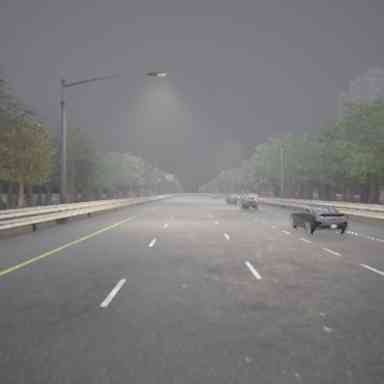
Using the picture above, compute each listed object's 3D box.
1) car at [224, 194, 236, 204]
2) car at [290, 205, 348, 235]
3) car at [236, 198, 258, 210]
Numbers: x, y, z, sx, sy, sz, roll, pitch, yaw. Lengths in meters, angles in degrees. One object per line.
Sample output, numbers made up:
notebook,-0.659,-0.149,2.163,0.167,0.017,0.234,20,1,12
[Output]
car,7.157,1.498,60.822,2.128,1.511,4.902,0,0,0
car,7.015,1.494,18.870,2.128,1.511,4.902,0,0,0
car,7.083,1.555,42.176,1.837,1.490,4.892,0,0,0
